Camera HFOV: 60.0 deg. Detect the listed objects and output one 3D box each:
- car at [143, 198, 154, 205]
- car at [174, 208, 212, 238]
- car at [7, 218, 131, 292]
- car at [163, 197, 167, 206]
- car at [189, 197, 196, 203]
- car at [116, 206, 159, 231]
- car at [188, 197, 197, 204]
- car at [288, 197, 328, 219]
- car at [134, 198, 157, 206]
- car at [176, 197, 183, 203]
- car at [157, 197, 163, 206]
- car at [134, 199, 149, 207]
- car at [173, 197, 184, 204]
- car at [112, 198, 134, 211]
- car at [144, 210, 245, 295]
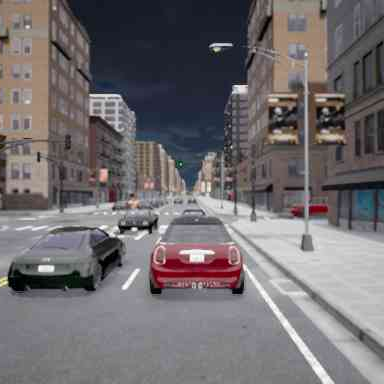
[{"bbox_3d":[-9.687,2.058,74.881,1.812,1.442,4.674,0,0,0],"label":"car"},{"bbox_3d":[0.099,1.710,19.380,1.994,1.385,4.181,0,0,1],"label":"car"},{"bbox_3d":[-3.141,1.633,9.150,1.994,1.385,4.181,0,0,0],"label":"car"},{"bbox_3d":[-6.476,1.976,64.343,1.837,1.490,4.892,0,0,1],"label":"car"},{"bbox_3d":[0.073,2.020,86.093,1.812,1.442,4.674,0,0,0],"label":"car"},{"bbox_3d":[-3.132,1.754,20.362,1.895,1.301,4.718,0,0,0],"label":"car"},{"bbox_3d":[0.065,1.908,76.061,2.097,1.767,4.553,0,0,0],"label":"car"},{"bbox_3d":[12.292,1.501,32.307,5.566,2.045,2.150,0,-1,0],"label":"car"},{"bbox_3d":[-6.556,1.913,47.147,1.994,1.385,4.181,0,0,0],"label":"car"},{"bbox_3d":[-3.177,2.020,86.096,1.812,1.442,4.674,0,0,0],"label":"car"},{"bbox_3d":[-6.535,1.973,55.546,1.994,1.385,4.181,0,0,0],"label":"car"},{"bbox_3d":[-9.717,2.020,64.627,2.033,1.411,5.357,0,0,1],"label":"car"},{"bbox_3d":[-3.185,2.105,76.092,1.994,1.385,4.181,0,0,0],"label":"car"},{"bbox_3d":[-9.811,1.908,46.530,1.994,1.385,4.181,0,0,0],"label":"car"},{"bbox_3d":[0.108,1.421,9.103,2.097,1.767,4.553,0,0,0],"label":"car"}]
